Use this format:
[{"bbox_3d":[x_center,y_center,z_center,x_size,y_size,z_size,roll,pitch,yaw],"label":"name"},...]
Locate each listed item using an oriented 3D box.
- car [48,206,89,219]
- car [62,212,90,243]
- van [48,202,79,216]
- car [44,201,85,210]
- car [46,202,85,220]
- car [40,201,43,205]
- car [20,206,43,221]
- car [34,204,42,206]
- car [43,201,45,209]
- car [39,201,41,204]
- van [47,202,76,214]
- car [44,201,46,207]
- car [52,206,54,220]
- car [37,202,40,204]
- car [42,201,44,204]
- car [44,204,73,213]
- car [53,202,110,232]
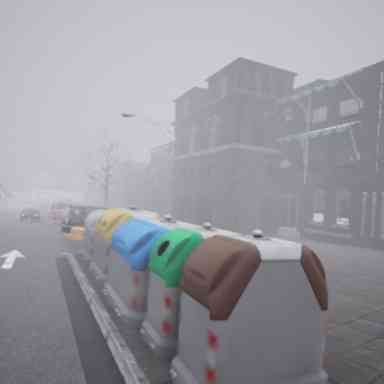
[{"bbox_3d":[-17.743,2.909,47.825,5.008,1.535,2.097,7,-4,-45],"label":"car"},{"bbox_3d":[-3.789,2.153,17.863,5.366,1.575,1.946,7,-5,-44],"label":"car"},{"bbox_3d":[-21.590,2.874,55.936,4.442,1.987,1.878,7,-4,-45],"label":"van"},{"bbox_3d":[-13.966,2.455,39.631,5.566,2.045,2.435,7,-4,-45],"label":"car"},{"bbox_3d":[-11.448,2.321,34.171,5.566,2.045,2.435,7,-4,-45],"label":"car"},{"bbox_3d":[-31.902,3.621,77.795,2.097,1.535,5.008,0,-5,43],"label":"car"},{"bbox_3d":[-17.513,2.447,36.113,1.895,1.301,4.718,5,-3,-24],"label":"car"},{"bbox_3d":[-21.789,2.669,45.257,1.895,1.301,4.718,5,-3,-25],"label":"car"},{"bbox_3d":[-18.972,2.728,50.588,5.566,2.045,2.435,7,-5,-45],"label":"car"},{"bbox_3d":[-34.619,3.739,83.186,2.097,1.535,5.008,1,-4,43],"label":"car"},{"bbox_3d":[-24.126,3.007,61.400,1.878,1.987,4.442,1,-4,45],"label":"van"},{"bbox_3d":[-16.454,2.594,45.134,5.566,2.045,2.435,7,-5,-45],"label":"car"},{"bbox_3d":[-10.213,2.378,31.438,4.553,1.767,2.185,7,-5,-44],"label":"car"},{"bbox_3d":[-36.012,3.542,85.857,2.435,2.045,5.566,1,-4,42],"label":"car"},{"bbox_3d":[-29.243,3.372,72.368,2.185,1.767,4.553,0,-5,44],"label":"car"},{"bbox_3d":[-27.930,3.437,69.647,2.231,1.521,4.892,0,-5,44],"label":"car"},{"bbox_3d":[-5.146,1.975,20.518,5.566,2.045,2.435,7,-5,-44],"label":"car"}]
